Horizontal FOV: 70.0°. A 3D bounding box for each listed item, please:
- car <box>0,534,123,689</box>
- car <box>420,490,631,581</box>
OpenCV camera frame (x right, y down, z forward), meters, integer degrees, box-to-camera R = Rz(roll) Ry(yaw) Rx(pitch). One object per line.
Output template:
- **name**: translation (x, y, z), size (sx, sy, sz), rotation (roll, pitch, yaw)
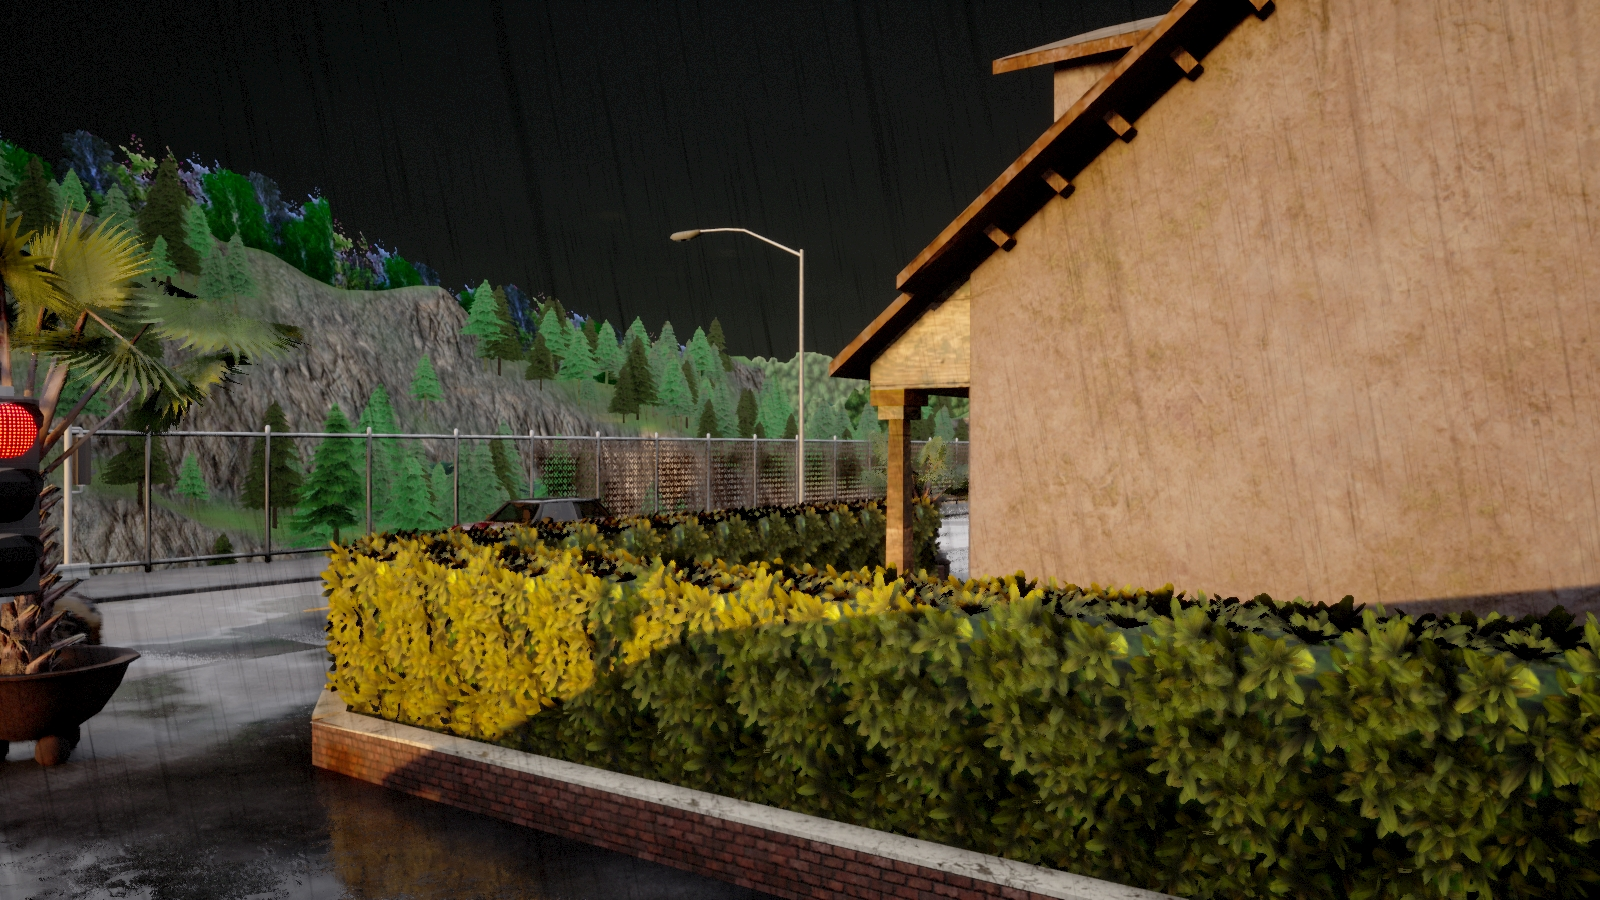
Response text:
- **car**: translation (-10.967, 1.992, 13.154), size (2.152, 1.651, 5.027), rotation (0, 0, 35)
- **car**: translation (-6.312, 1.906, 26.765), size (2.097, 1.767, 4.553), rotation (0, 0, 35)
